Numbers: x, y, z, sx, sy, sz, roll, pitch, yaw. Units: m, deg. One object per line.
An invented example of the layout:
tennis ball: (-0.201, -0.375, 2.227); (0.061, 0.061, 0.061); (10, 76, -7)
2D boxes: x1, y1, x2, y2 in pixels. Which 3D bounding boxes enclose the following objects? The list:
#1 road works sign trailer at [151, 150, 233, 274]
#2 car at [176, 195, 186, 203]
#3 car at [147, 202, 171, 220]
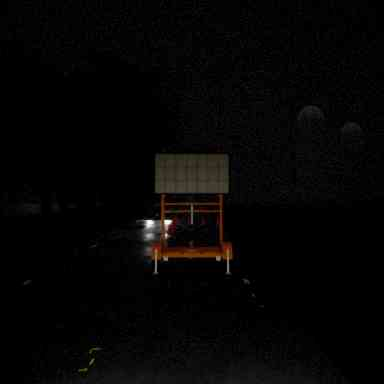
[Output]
road works sign trailer: (-0.001, 0.481, 10.567); (2.380, 3.560, 2.880); (0, 0, 0)
car: (-2.755, 1.738, 82.964); (2.150, 2.045, 5.566); (0, -1, 0)
car: (-2.852, 1.609, 29.646); (1.812, 1.442, 4.674); (0, 0, 0)
